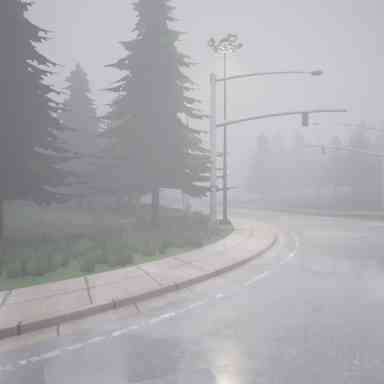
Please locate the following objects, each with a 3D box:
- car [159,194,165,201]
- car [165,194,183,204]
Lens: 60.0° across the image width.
[{"bbox_3d":[-7.033,1.184,75.158,2.150,2.045,5.566,0,0,-21],"label":"car"},{"bbox_3d":[-3.165,1.545,65.415,2.033,1.411,5.357,0,0,-21],"label":"car"}]
